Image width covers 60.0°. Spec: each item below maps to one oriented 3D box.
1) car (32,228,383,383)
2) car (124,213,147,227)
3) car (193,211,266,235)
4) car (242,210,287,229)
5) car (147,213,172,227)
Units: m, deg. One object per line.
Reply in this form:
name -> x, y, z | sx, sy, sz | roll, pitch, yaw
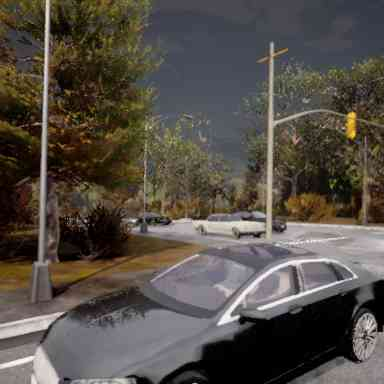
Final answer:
car -> 0.644, 1.499, 4.323 | 4.902, 1.511, 2.128 | 0, 0, -35
car -> -6.669, 2.543, 30.846 | 2.128, 1.511, 4.902 | 2, -5, -41
car -> 2.154, 1.997, 19.886 | 1.895, 1.301, 4.718 | 2, -3, -37
car -> 4.200, 2.002, 22.968 | 1.882, 1.535, 5.008 | 2, -3, -37
car -> -4.028, 2.742, 33.164 | 1.895, 1.301, 4.718 | 2, -5, -41
